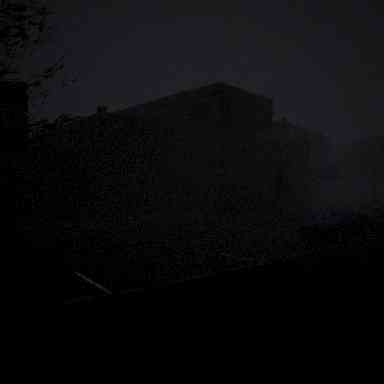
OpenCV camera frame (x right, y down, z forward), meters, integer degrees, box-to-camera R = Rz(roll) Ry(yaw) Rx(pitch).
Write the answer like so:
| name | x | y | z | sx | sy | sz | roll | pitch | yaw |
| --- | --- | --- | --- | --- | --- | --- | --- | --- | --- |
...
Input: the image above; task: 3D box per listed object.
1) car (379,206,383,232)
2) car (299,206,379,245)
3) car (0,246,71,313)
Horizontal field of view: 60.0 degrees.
| name | x | y | z | sx | sy | sz | roll | pitch | yaw |
| --- | --- | --- | --- | --- | --- | --- | --- | --- | --- |
| car | 11.970 | 1.636 | 21.281 | 4.892 | 1.521 | 2.231 | 0 | 0 | -44 |
| car | 7.353 | 1.647 | 16.955 | 5.008 | 1.535 | 2.097 | 0 | 0 | -42 |
| car | -5.060 | 1.708 | 6.796 | 4.892 | 1.521 | 2.231 | 0 | 3 | -35 |
